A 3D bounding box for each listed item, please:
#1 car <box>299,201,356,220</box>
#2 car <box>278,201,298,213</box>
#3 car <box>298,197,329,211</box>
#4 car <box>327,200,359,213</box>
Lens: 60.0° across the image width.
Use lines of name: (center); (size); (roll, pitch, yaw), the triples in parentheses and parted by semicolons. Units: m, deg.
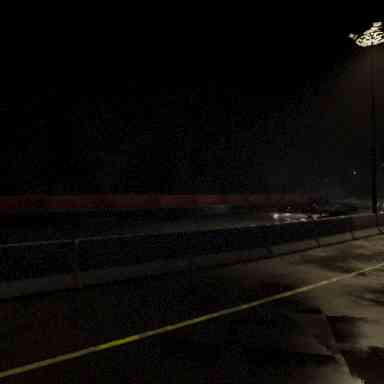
car: (11.158, 1.742, 27.125); (4.902, 1.511, 2.128); (0, -1, -44)
car: (13.222, 1.971, 44.448); (1.882, 1.535, 5.008); (-1, -1, 40)
car: (15.867, 1.660, 42.161); (2.150, 2.045, 5.566); (-1, -1, 40)
car: (18.343, 1.894, 39.676); (2.033, 1.411, 5.357); (-1, -1, 41)
